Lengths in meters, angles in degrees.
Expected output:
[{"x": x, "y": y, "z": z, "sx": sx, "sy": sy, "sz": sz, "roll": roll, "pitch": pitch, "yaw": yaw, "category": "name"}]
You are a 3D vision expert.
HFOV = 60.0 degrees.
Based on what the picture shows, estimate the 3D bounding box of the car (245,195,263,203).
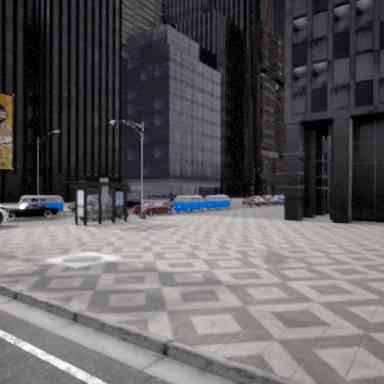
[{"x": 12.592, "y": 1.419, "z": 67.332, "sx": 2.008, "sy": 1.369, "sz": 4.403, "roll": 0, "pitch": 0, "yaw": 35, "category": "car"}]

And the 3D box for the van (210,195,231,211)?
[{"x": 3.067, "y": 1.262, "z": 39.267, "sx": 1.690, "sy": 1.788, "sz": 3.998, "roll": 0, "pitch": 0, "yaw": 35, "category": "van"}]

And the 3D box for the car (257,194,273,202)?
[{"x": 15.887, "y": 1.308, "z": 71.956, "sx": 1.967, "sy": 1.590, "sz": 4.097, "roll": 0, "pitch": 0, "yaw": 35, "category": "car"}]

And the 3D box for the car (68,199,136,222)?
[{"x": -6.817, "y": 1.481, "z": 25.395, "sx": 2.008, "sy": 1.369, "sz": 4.403, "roll": 0, "pitch": 0, "yaw": 35, "category": "car"}]

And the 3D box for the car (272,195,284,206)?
[{"x": 12.948, "y": 1.502, "z": 53.140, "sx": 1.802, "sy": 1.307, "sz": 4.206, "roll": 0, "pitch": 0, "yaw": 35, "category": "car"}]

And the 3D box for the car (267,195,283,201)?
[{"x": 19.082, "y": 1.394, "z": 76.442, "sx": 1.752, "sy": 1.417, "sz": 4.829, "roll": 0, "pitch": 0, "yaw": 35, "category": "car"}]

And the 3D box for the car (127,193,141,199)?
[{"x": -7.564, "y": 1.111, "z": 34.441, "sx": 2.150, "sy": 2.045, "sz": 5.566, "roll": 0, "pitch": 0, "yaw": 35, "category": "car"}]

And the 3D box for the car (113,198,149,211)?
[{"x": -7.173, "y": 1.452, "z": 39.589, "sx": 1.802, "sy": 1.307, "sz": 4.206, "roll": 0, "pitch": 0, "yaw": 35, "category": "car"}]

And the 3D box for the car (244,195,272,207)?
[{"x": 9.653, "y": 1.502, "z": 48.516, "sx": 1.802, "sy": 1.307, "sz": 4.206, "roll": 0, "pitch": 0, "yaw": 35, "category": "car"}]

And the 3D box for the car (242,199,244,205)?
[{"x": 9.767, "y": 1.394, "z": 53.261, "sx": 2.128, "sy": 1.511, "sz": 4.902, "roll": 0, "pitch": 0, "yaw": 35, "category": "car"}]

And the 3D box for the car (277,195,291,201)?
[{"x": 22.474, "y": 1.435, "z": 81.204, "sx": 1.947, "sy": 1.339, "sz": 4.313, "roll": 0, "pitch": 0, "yaw": 35, "category": "car"}]

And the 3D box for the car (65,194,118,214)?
[{"x": -10.465, "y": 1.188, "z": 34.963, "sx": 2.192, "sy": 1.841, "sz": 5.009, "roll": 0, "pitch": 0, "yaw": 35, "category": "car"}]

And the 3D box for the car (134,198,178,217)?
[{"x": -3.523, "y": 1.509, "z": 30.019, "sx": 1.802, "sy": 1.307, "sz": 4.206, "roll": 0, "pitch": 0, "yaw": 35, "category": "car"}]

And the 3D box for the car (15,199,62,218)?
[{"x": -13.231, "y": 1.497, "z": 26.497, "sx": 1.895, "sy": 1.301, "sz": 4.718, "roll": 0, "pitch": 0, "yaw": 35, "category": "car"}]

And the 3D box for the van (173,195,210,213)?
[{"x": -0.227, "y": 1.264, "z": 34.643, "sx": 1.690, "sy": 1.788, "sz": 3.998, "roll": 0, "pitch": 0, "yaw": 35, "category": "van"}]

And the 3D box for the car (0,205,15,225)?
[{"x": -14.197, "y": 1.140, "z": 20.130, "sx": 2.150, "sy": 2.045, "sz": 5.566, "roll": -1, "pitch": 0, "yaw": 31, "category": "car"}]

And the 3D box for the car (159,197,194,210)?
[{"x": -1.873, "y": 1.390, "z": 42.420, "sx": 1.837, "sy": 1.490, "sz": 4.892, "roll": 0, "pitch": 0, "yaw": 36, "category": "car"}]

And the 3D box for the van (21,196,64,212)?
[{"x": -13.760, "y": 1.218, "z": 30.339, "sx": 1.690, "sy": 1.788, "sz": 3.998, "roll": 0, "pitch": 0, "yaw": 35, "category": "van"}]

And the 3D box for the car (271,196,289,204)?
[{"x": 16.698, "y": 1.505, "z": 62.992, "sx": 1.895, "sy": 1.301, "sz": 4.718, "roll": 0, "pitch": 0, "yaw": 36, "category": "car"}]
